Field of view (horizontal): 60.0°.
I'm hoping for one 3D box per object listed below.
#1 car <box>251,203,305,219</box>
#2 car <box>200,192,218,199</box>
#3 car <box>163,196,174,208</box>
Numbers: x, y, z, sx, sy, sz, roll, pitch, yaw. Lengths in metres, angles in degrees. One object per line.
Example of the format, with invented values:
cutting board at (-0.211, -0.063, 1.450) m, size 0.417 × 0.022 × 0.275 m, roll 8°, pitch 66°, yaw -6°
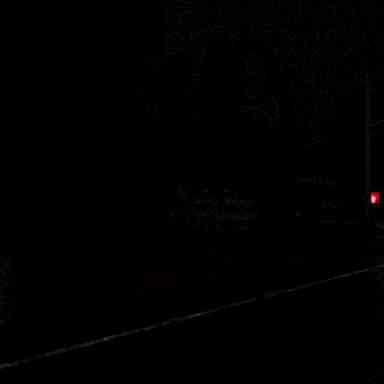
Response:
car at (7.495, 1.616, 29.269) m, size 1.895 × 1.301 × 4.718 m, roll 0°, pitch 0°, yaw -37°
car at (5.034, 1.112, 92.368) m, size 1.932 × 1.855 × 4.605 m, roll 0°, pitch 0°, yaw -37°
car at (-4.217, 1.579, 44.845) m, size 1.994 × 1.385 × 4.181 m, roll 0°, pitch 0°, yaw -36°
